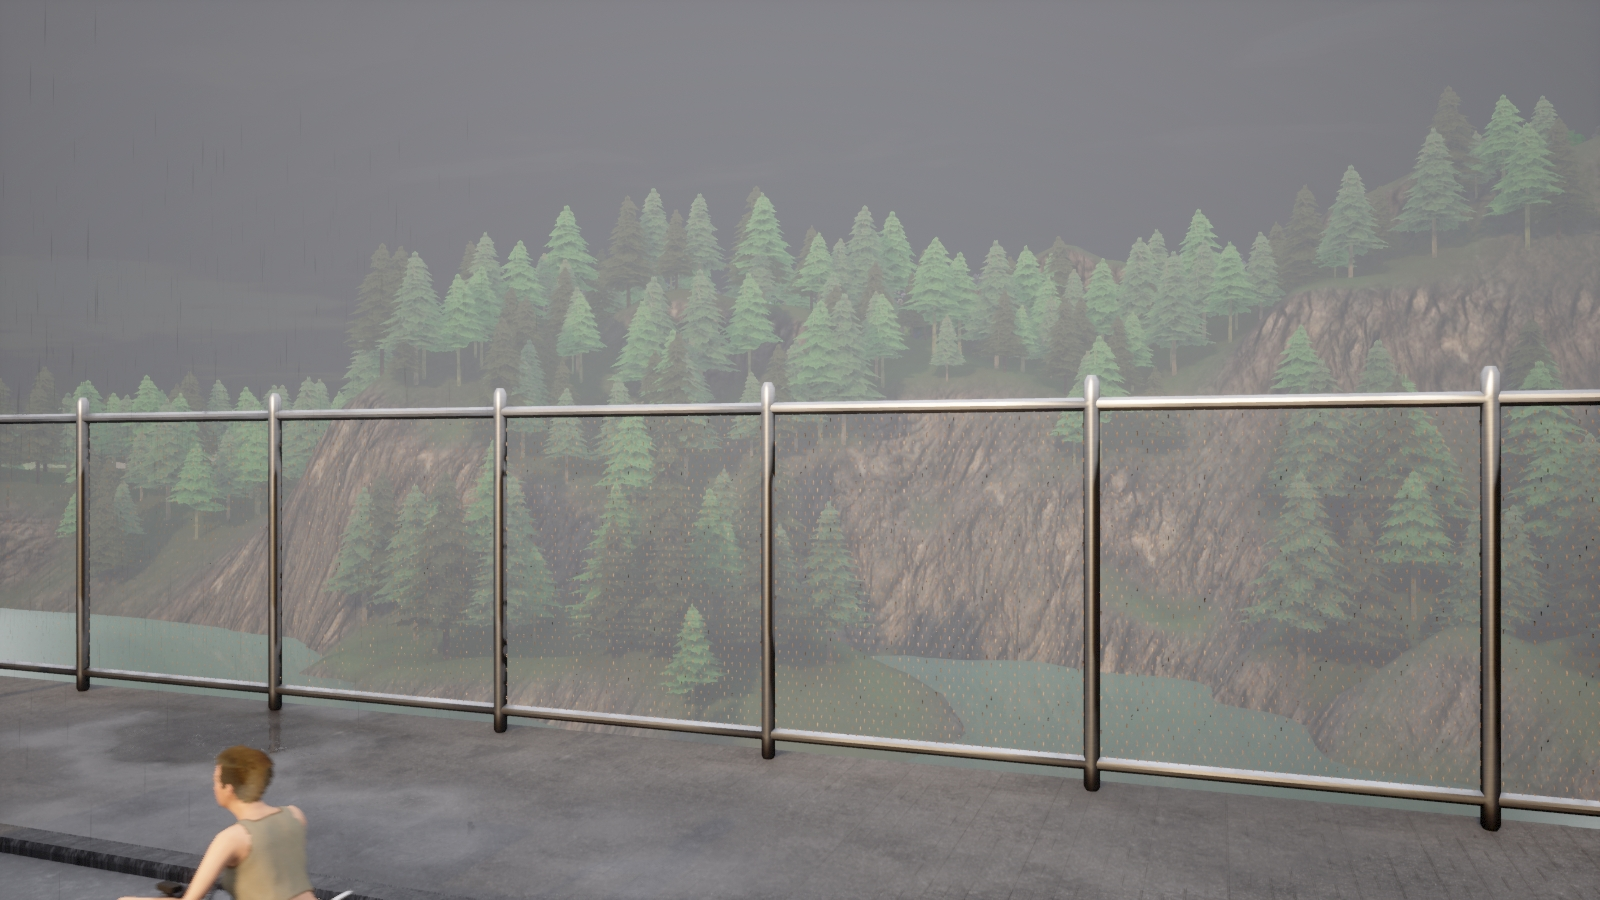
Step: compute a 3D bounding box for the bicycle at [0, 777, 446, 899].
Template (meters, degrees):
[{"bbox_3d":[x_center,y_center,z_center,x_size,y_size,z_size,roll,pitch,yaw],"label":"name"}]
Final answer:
[{"bbox_3d":[-2.339,2.161,4.668,1.487,1.276,0.859,0,0,20],"label":"bicycle"}]
